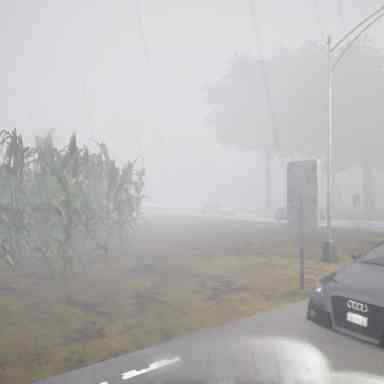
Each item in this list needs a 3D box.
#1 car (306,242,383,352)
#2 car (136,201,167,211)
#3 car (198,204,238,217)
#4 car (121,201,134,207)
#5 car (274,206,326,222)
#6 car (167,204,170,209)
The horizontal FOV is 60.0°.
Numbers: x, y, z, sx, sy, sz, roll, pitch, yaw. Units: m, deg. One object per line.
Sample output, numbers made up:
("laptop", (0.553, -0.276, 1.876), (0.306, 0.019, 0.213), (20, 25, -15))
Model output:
("car", (3.886, 1.565, 5.721), (4.181, 1.385, 1.994), (0, 0, -36))
("car", (-6.046, 2.033, 48.676), (1.812, 1.442, 4.674), (-1, 0, -35))
("car", (2.759, 1.931, 36.140), (1.895, 1.301, 4.718), (-1, 0, -35))
("car", (-11.468, 2.164, 61.267), (1.812, 1.442, 4.674), (-1, 0, -35))
("car", (8.826, 1.778, 27.577), (1.994, 1.385, 4.181), (-1, 0, -36))
("car", (-5.501, 2.112, 52.860), (1.895, 1.301, 4.718), (-1, 0, -35))
